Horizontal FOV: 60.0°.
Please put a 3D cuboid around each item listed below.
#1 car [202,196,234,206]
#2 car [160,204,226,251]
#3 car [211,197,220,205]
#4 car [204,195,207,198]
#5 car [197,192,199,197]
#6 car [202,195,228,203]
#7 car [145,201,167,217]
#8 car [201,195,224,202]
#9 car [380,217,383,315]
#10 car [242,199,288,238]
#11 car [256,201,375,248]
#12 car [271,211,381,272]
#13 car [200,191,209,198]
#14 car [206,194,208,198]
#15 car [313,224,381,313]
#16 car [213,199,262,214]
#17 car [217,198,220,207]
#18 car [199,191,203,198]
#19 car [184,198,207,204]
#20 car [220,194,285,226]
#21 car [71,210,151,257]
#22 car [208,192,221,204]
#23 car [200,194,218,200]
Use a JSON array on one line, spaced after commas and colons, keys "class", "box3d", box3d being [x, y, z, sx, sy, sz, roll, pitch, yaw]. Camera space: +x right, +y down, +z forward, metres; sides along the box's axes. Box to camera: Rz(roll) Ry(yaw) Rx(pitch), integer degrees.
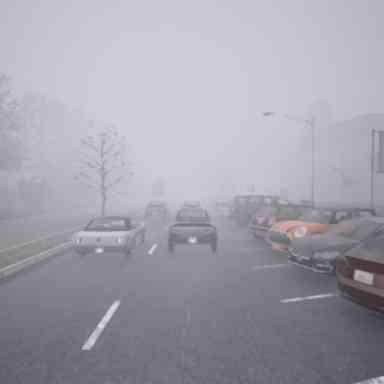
[{"class": "car", "box3d": [4.719, 1.640, 60.356, 5.366, 1.575, 1.946, 1, 0, -20]}, {"class": "car", "box3d": [0.029, 1.482, 14.003, 2.128, 1.511, 4.902, 0, 0, 0]}, {"class": "car", "box3d": [4.808, 1.517, 30.332, 5.366, 1.575, 1.946, 1, 0, -20]}, {"class": "car", "box3d": [4.935, 1.677, 54.429, 4.792, 1.488, 2.163, 1, 0, -20]}, {"class": "car", "box3d": [4.774, 1.446, 90.432, 4.792, 1.488, 2.163, 1, 1, -20]}, {"class": "car", "box3d": [5.026, 1.581, 72.503, 5.366, 1.575, 1.946, 1, 0, -20]}, {"class": "car", "box3d": [-3.016, 1.526, 29.354, 2.128, 1.511, 4.902, 0, 0, 0]}, {"class": "car", "box3d": [4.811, 1.558, 78.426, 4.792, 1.488, 2.163, 1, 1, -20]}, {"class": "car", "box3d": [5.092, 1.231, 3.405, 5.566, 2.045, 2.435, 1, 0, -20]}, {"class": "car", "box3d": [4.998, 1.351, 15.389, 4.553, 1.767, 2.185, 1, 0, -20]}, {"class": "car", "box3d": [5.070, 1.351, 12.404, 4.553, 1.767, 2.185, 1, 0, -20]}, {"class": "car", "box3d": [5.053, 1.478, 9.393, 4.892, 1.521, 2.231, 1, 0, -20]}, {"class": "car", "box3d": [4.929, 1.398, 57.428, 5.566, 2.045, 2.435, 1, 0, -20]}, {"class": "car", "box3d": [4.960, 1.505, 48.416, 4.553, 1.767, 2.185, 1, 0, -20]}, {"class": "car", "box3d": [5.080, 1.508, 6.409, 4.792, 1.488, 2.163, 1, 0, -20]}, {"class": "car", "box3d": [4.938, 1.587, 36.388, 4.792, 1.488, 2.163, 1, 0, -20]}, {"class": "car", "box3d": [5.164, 1.509, 27.467, 5.366, 1.575, 1.946, 1, -1, -20]}, {"class": "car", "box3d": [4.850, 1.374, 66.409, 5.566, 2.045, 2.435, 1, 1, -20]}, {"class": "car", "box3d": [-0.016, 1.525, 29.370, 2.128, 1.511, 4.902, 0, 0, 0]}, {"class": "car", "box3d": [5.037, 1.237, 21.416, 5.566, 2.045, 2.435, 1, 0, -20]}, {"class": "car", "box3d": [-2.971, 1.592, 12.936, 1.895, 1.301, 4.718, 0, 0, 0]}, {"class": "car", "box3d": [4.952, 1.289, 33.386, 5.566, 2.045, 2.435, 1, 0, -20]}, {"class": "car", "box3d": [4.786, 1.428, 93.450, 4.674, 1.452, 2.002, 1, 0, -20]}]
